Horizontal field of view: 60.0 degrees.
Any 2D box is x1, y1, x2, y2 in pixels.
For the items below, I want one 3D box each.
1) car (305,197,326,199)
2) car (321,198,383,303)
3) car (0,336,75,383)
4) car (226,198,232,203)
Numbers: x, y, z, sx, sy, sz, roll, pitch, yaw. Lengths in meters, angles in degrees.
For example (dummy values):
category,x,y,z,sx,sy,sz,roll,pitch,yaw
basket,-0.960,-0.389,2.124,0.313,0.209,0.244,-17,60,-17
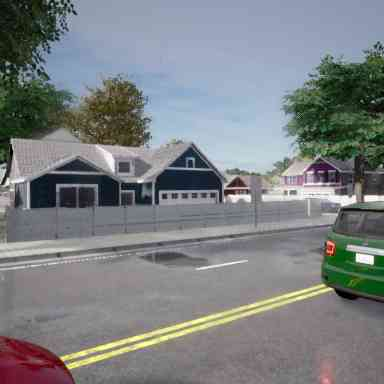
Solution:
category,x,y,z,sx,sy,sz,roll,pitch,yaw
car,13.590,1.351,34.954,2.097,1.767,4.553,-1,0,-34
car,5.102,1.209,7.120,5.566,2.045,2.150,0,0,-35
car,-3.021,1.476,1.287,5.008,1.535,1.882,0,0,-35
car,5.444,1.622,47.825,1.812,1.442,4.674,-1,0,-30
